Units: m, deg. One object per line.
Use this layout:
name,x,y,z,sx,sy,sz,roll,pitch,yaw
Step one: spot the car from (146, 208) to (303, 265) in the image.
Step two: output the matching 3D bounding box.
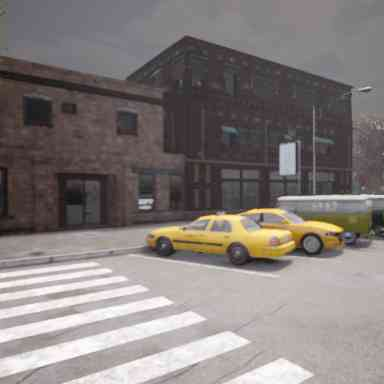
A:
car,0.785,1.477,11.660,5.366,1.575,1.946,-1,0,34

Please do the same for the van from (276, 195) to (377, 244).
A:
van,5.679,1.183,15.152,4.442,1.987,1.878,-1,0,34

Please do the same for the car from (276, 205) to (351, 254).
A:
car,3.362,1.446,13.332,5.008,1.535,2.097,-1,-1,34

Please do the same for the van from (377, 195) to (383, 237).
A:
van,8.103,1.144,16.921,4.442,1.987,1.878,-1,0,34
